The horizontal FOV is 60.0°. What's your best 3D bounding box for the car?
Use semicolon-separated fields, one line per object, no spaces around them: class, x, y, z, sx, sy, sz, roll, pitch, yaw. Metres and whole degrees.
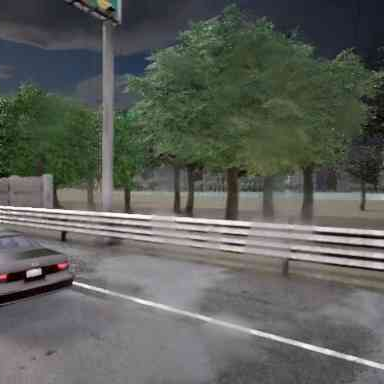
car;-4.912;1.502;7.516;5.357;1.411;2.033;0;0;36
